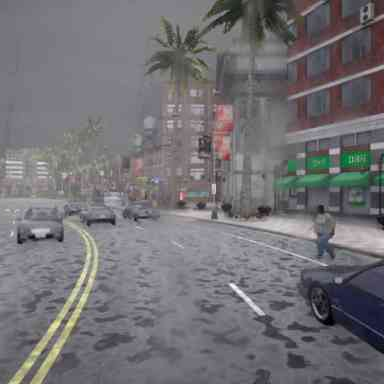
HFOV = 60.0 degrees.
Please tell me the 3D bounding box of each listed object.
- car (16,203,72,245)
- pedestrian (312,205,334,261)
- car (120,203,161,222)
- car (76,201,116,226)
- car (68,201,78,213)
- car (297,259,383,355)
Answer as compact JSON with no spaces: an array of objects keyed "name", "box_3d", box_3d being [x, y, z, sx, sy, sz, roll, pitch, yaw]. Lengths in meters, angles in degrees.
[{"name":"car","box_3d":[-7.034,1.491,15.667,2.128,1.511,4.902,0,0,-23]},{"name":"pedestrian","box_3d":[4.243,1.294,10.754,0.375,1.860,0.375,0,0,-13]},{"name":"car","box_3d":[-4.194,1.547,26.450,2.033,1.411,5.357,0,0,-27]},{"name":"car","box_3d":[-6.760,1.562,23.600,1.994,1.385,4.181,0,0,-26]},{"name":"car","box_3d":[-11.501,1.547,32.934,2.033,1.411,5.357,0,0,-27]},{"name":"car","box_3d":[3.289,1.547,4.174,2.033,1.411,5.357,0,0,-8]}]
